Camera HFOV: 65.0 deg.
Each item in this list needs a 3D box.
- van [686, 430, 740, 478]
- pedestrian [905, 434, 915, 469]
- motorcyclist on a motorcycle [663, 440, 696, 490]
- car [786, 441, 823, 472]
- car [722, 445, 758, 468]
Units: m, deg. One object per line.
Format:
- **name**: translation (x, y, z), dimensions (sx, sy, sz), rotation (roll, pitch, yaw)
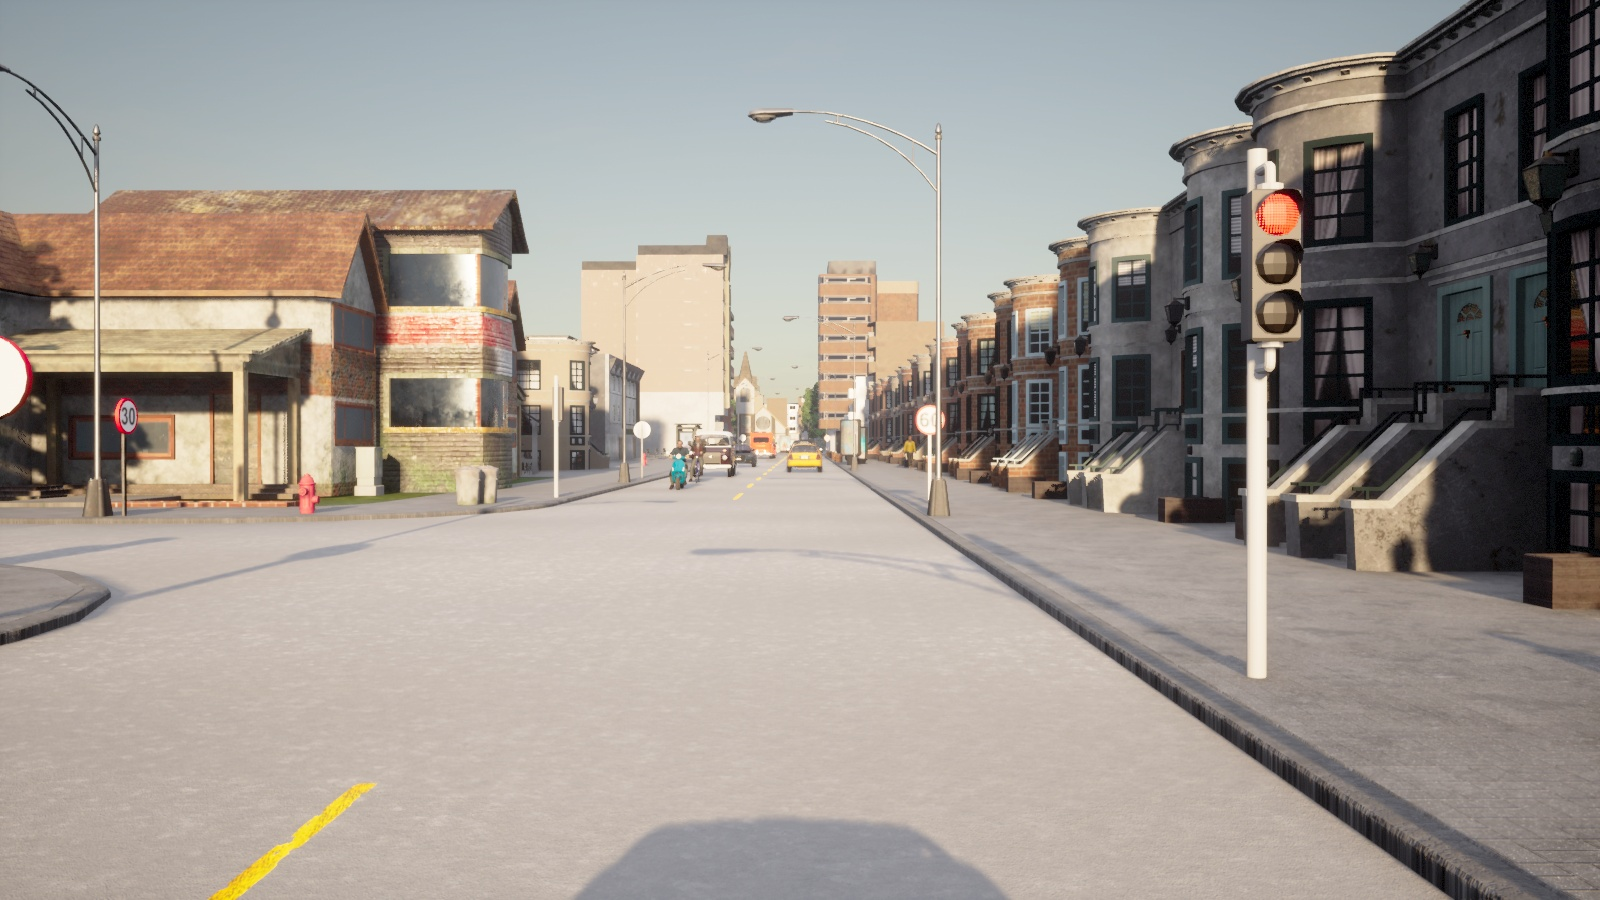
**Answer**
- **van**: translation (-3.803, 0.153, 55.493), dimensions (2.069, 2.038, 4.480), rotation (0, 0, 0)
- **pedestrian**: translation (5.861, 0.083, 66.934), dimensions (0.431, 1.840, 0.709), rotation (0, 0, -6)
- **motorcyclist on a motorcycle**: translation (-3.856, 0.469, 40.343), dimensions (0.866, 1.590, 1.817), rotation (0, 0, 0)
- **car**: translation (0.233, 0.317, 65.259), dimensions (1.801, 1.575, 5.366), rotation (0, 0, 0)
- **car**: translation (-3.719, 0.366, 78.193), dimensions (1.994, 1.385, 4.181), rotation (0, 0, 0)
